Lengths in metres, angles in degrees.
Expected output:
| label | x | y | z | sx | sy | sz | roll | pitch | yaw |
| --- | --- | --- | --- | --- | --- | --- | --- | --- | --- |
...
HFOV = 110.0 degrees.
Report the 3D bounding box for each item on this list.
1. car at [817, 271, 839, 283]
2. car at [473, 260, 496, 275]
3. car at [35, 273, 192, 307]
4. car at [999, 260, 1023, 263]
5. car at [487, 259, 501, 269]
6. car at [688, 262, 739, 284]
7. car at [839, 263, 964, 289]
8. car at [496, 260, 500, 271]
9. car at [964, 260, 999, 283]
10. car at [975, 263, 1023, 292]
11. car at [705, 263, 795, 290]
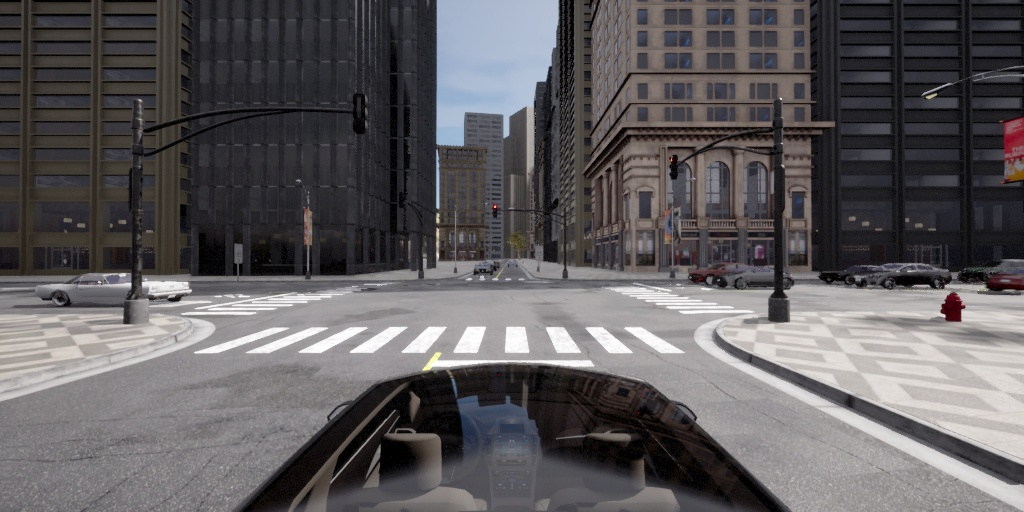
| label | x | y | z | sx | sy | sz | roll | pitch | yaw |
| --- | --- | --- | --- | --- | --- | --- | --- | --- | --- |
| car | 24.251 | 1.316 | 24.934 | 4.718 | 1.301 | 1.895 | 0 | 0 | 0 |
| car | -3.052 | 1.361 | 39.116 | 1.994 | 1.385 | 4.181 | 0 | 0 | -1 |
| car | -16.375 | 1.366 | 14.947 | 4.718 | 1.301 | 1.895 | 0 | 0 | 0 |
| car | 33.351 | 1.021 | 21.679 | 4.553 | 1.767 | 2.097 | 0 | 0 | 0 |
| car | -3.045 | 1.343 | 60.354 | 2.128 | 1.511 | 4.902 | 0 | 0 | 0 |
| car | 14.907 | 1.216 | 24.927 | 5.008 | 1.535 | 1.882 | 0 | 0 | 0 |
| car | 23.391 | 1.184 | 21.680 | 4.902 | 1.511 | 2.128 | 0 | 0 | 0 |
| car | -3.057 | 1.299 | 49.480 | 1.882 | 1.535 | 5.008 | 0 | 0 | 0 |
| car | 34.218 | 1.043 | 24.929 | 4.553 | 1.767 | 2.097 | 0 | 0 | 0 |
| car | 27.119 | 1.222 | 18.253 | 4.181 | 1.385 | 1.994 | 0 | 0 | 0 |
| car | 14.480 | 1.279 | 21.671 | 4.181 | 1.385 | 1.994 | 0 | 0 | 0 |
